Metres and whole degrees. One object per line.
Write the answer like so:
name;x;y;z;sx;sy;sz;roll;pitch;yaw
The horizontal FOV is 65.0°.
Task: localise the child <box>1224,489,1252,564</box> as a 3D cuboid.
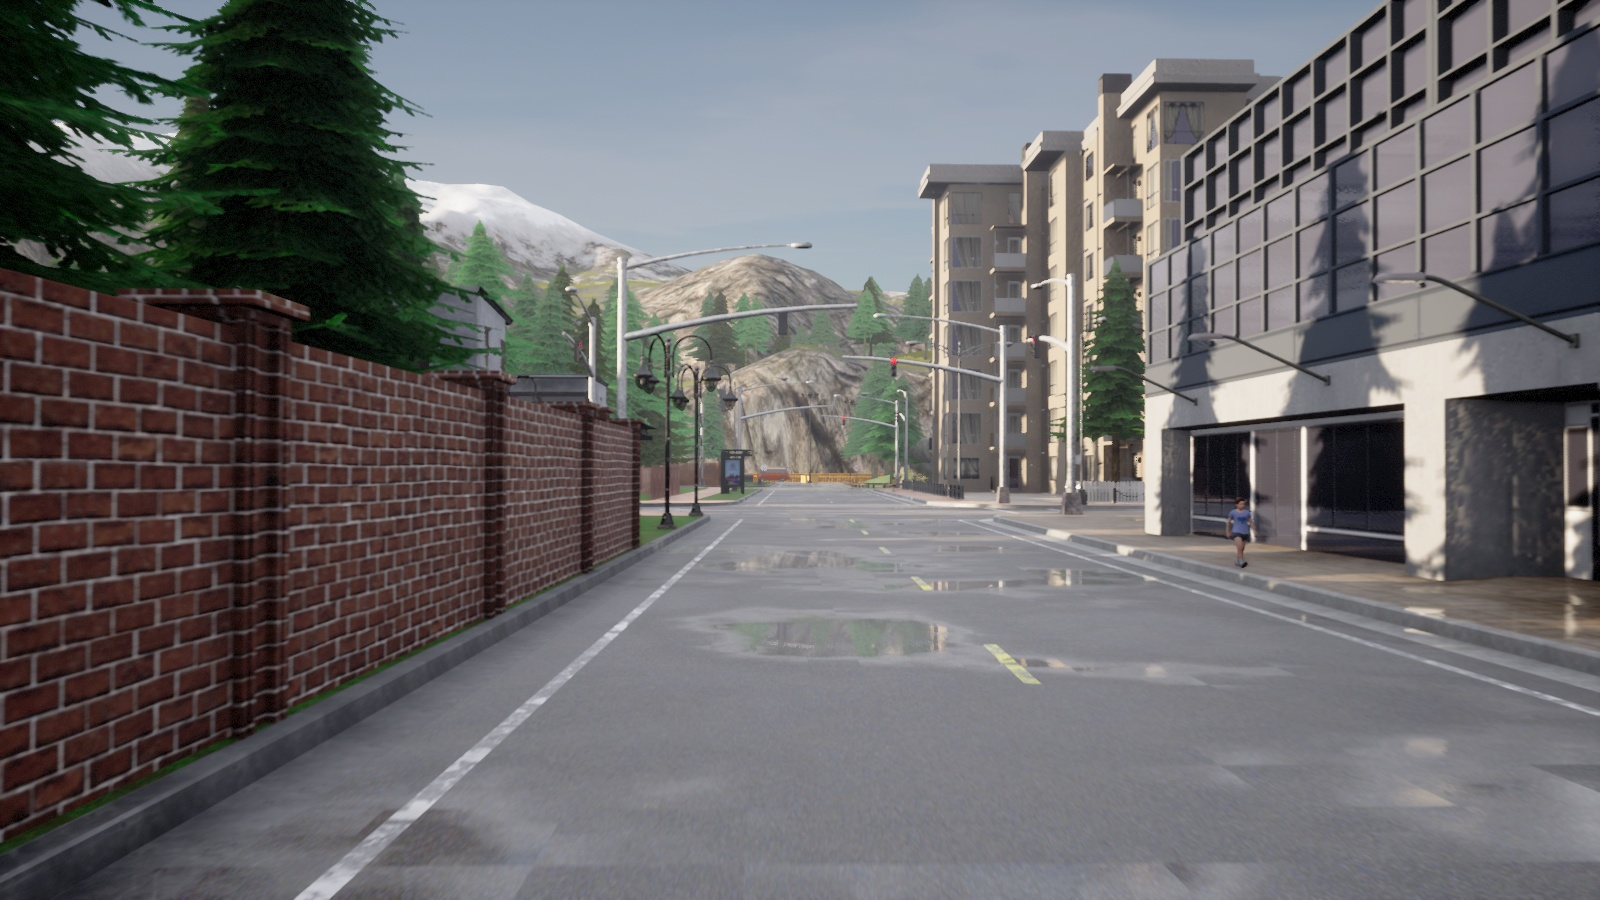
child;6.570;1.144;18.853;0.255;1.110;0.394;0;-1;-3
